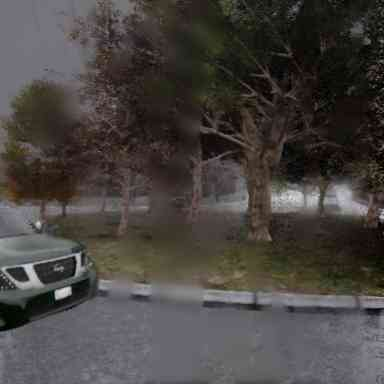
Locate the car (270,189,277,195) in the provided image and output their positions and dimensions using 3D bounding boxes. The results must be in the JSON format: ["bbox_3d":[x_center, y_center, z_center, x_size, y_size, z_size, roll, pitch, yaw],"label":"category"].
[{"bbox_3d":[17.458,0.070,75.751,1.946,1.575,5.366,0,4,27],"label":"car"}]

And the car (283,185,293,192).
[{"bbox_3d":[25.184,-1.173,90.684,2.435,2.045,5.566,0,3,27],"label":"car"}]

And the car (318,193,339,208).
[{"bbox_3d":[19.113,1.134,46.805,2.150,2.045,5.566,0,1,13],"label":"car"}]

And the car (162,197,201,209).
[{"bbox_3d":[-1.321,1.437,42.356,4.892,1.490,1.837,1,0,-16],"label":"car"}]

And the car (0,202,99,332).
[{"bbox_3d":[-4.384,1.165,6.268,5.566,2.045,2.150,0,0,27],"label":"car"}]

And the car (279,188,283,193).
[{"bbox_3d":[19.996,-0.258,80.645,1.946,1.575,5.366,0,3,27],"label":"car"}]

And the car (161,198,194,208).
[{"bbox_3d":[-1.970,1.490,45.536,4.181,1.385,1.994,0,0,-16],"label":"car"}]
